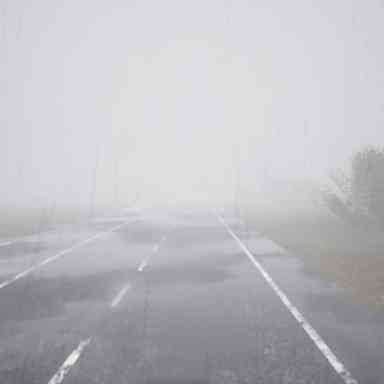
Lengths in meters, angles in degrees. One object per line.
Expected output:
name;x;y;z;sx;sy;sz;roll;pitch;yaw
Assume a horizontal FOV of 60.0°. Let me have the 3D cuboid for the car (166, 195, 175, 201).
car;-5.250;1.419;81.871;1.837;1.490;4.892;-1;0;1
